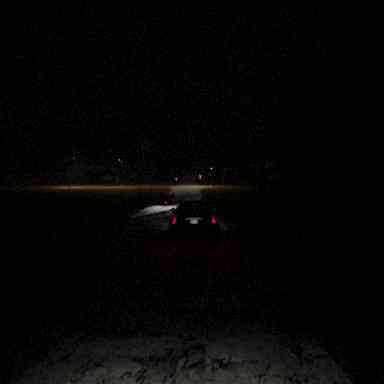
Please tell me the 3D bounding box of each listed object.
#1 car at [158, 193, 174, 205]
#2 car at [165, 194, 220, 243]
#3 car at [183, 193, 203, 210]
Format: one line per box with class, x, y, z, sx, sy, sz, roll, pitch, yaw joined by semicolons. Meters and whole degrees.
car;-2.844;0.753;38.311;1.895;1.301;4.718;0;2;0
car;0.092;1.166;15.330;2.097;1.767;4.553;0;1;0
car;0.097;0.871;32.525;1.812;1.442;4.674;0;2;0
